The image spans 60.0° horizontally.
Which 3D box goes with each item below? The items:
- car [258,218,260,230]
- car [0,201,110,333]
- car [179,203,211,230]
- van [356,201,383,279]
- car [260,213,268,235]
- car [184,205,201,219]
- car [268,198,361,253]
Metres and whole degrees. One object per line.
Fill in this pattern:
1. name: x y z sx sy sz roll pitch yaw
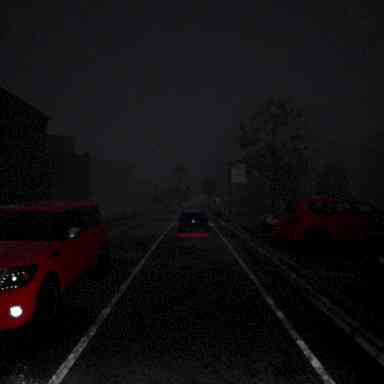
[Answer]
1. car: 6.204 1.492 19.511 4.553 1.767 2.185 0 -1 -1
2. car: -3.353 1.239 7.151 2.150 2.045 5.566 0 0 0
3. car: 0.080 1.763 23.217 1.882 1.535 5.008 0 -2 0
4. van: 6.391 1.265 7.368 4.442 1.987 1.878 0 0 0
5. car: 6.208 1.577 16.474 5.008 1.535 2.097 0 -1 -1
6. car: 0.073 2.355 40.067 1.837 1.490 4.892 0 -2 0
7. car: 6.262 1.287 13.560 5.566 2.045 2.435 0 -1 0
